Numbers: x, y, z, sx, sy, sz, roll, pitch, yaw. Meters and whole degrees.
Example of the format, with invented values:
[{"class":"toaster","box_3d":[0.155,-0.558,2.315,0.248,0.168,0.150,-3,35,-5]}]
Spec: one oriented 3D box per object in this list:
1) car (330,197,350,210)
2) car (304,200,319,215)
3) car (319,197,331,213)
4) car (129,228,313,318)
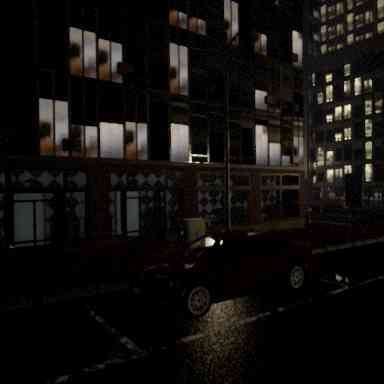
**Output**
[{"class":"car","box_3d":[15.150,1.262,37.340,1.752,1.417,4.829,-1,1,-35]},{"class":"car","box_3d":[9.219,1.441,31.325,2.008,1.369,4.403,-1,1,-35]},{"class":"car","box_3d":[10.965,1.442,33.281,1.895,1.301,4.718,-1,1,-35]},{"class":"car","box_3d":[0.815,1.541,7.361,4.507,1.381,1.887,0,-1,-36]}]
